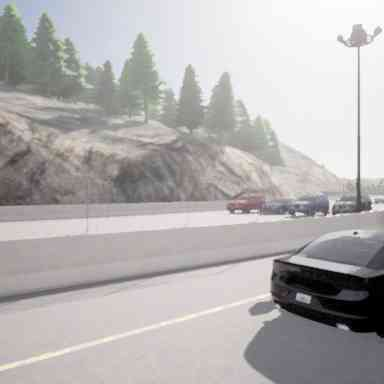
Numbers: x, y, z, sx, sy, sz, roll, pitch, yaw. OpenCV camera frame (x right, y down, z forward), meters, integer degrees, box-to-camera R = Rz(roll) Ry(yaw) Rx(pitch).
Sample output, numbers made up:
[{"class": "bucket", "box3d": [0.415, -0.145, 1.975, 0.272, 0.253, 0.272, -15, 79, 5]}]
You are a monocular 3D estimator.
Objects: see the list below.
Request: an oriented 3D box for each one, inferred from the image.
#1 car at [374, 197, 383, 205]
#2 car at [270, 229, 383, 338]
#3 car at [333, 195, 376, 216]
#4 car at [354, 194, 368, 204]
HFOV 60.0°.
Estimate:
[{"class": "car", "box3d": [36.962, 1.694, 65.157, 2.128, 1.511, 4.902, 0, 0, 31]}, {"class": "car", "box3d": [3.681, 1.496, 6.671, 5.008, 1.535, 1.882, 0, 0, -38]}, {"class": "car", "box3d": [15.091, 1.304, 31.187, 2.150, 2.045, 5.566, 0, 0, 44]}, {"class": "car", "box3d": [35.019, 1.359, 68.777, 2.150, 2.045, 5.566, 0, 0, 31]}]
